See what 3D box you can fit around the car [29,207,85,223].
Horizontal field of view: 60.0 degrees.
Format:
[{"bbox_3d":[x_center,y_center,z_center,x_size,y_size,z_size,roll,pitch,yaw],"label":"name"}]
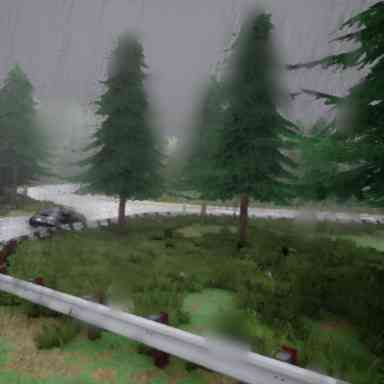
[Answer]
[{"bbox_3d":[-9.238,1.737,23.246,1.994,1.385,4.181,5,1,16],"label":"car"}]
